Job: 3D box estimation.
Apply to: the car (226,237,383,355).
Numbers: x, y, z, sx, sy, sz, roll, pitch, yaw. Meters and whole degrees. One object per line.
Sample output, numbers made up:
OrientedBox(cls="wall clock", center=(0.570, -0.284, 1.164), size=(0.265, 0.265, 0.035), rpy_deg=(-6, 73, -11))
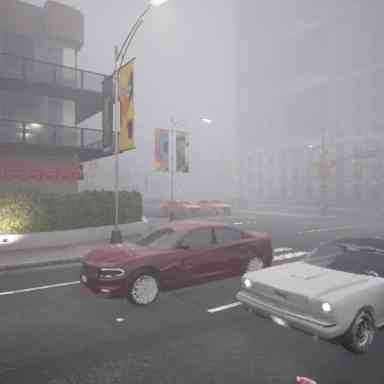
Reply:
OrientedBox(cls="car", center=(3.088, 1.601, 6.207), size=(4.718, 1.301, 1.895), rpy_deg=(0, 0, -36))

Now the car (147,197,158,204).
OrientedBox(cls="car", center=(-6.207, 1.601, 59.240), size=(4.718, 1.301, 1.895), rpy_deg=(0, 0, 42))

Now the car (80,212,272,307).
OrientedBox(cls="car", center=(-0.149, 1.477, 8.181), size=(5.008, 1.535, 1.882), rpy_deg=(0, 0, -36))

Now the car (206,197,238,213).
OrientedBox(cls="car", center=(2.025, 1.478, 34.259), size=(1.882, 1.535, 5.008), rpy_deg=(0, 0, -35))

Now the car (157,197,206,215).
OrientedBox(cls="car", center=(-1.103, 1.478, 32.621), size=(1.882, 1.535, 5.008), rpy_deg=(0, 0, -35))

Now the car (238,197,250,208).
OrientedBox(cls="car", center=(6.276, 1.505, 48.487), size=(1.837, 1.490, 4.892), rpy_deg=(0, 0, -35))
